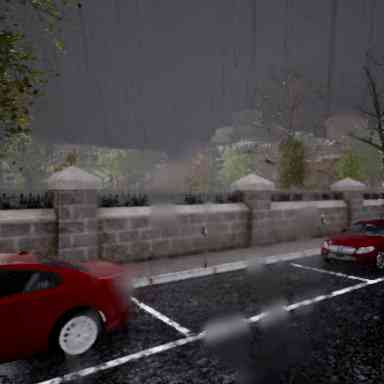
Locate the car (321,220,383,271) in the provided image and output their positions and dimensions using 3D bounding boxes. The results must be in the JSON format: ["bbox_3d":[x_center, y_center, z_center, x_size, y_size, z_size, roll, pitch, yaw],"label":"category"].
[{"bbox_3d":[5.968,1.579,10.810,4.206,1.307,1.802,0,0,-35],"label":"car"}]

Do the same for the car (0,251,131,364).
[{"bbox_3d":[-3.049,1.545,4.388,4.507,1.381,1.887,0,0,-35],"label":"car"}]
